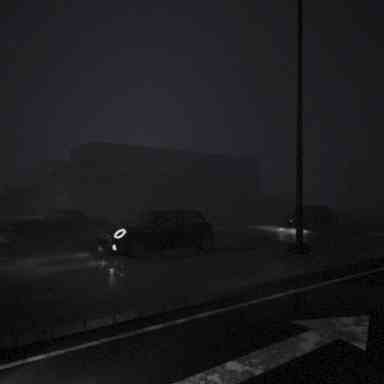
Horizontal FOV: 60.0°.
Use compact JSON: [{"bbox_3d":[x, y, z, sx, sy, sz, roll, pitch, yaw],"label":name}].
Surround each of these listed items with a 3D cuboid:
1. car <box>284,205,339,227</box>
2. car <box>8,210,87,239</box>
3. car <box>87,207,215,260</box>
[{"bbox_3d":[8.792,1.742,24.261,4.892,1.490,1.837,1,0,-35],"label":"car"},{"bbox_3d":[-6.941,1.641,17.459,4.718,1.301,1.895,1,0,-35],"label":"car"},{"bbox_3d":[-1.338,1.408,12.852,4.553,1.767,2.097,1,0,-35],"label":"car"}]
